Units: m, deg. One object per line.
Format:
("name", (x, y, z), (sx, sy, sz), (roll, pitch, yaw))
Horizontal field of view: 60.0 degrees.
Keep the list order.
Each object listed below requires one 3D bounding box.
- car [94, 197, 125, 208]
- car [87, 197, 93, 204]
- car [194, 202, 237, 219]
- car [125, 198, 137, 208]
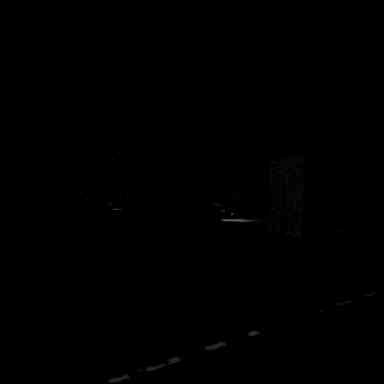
("car", (-12.058, 1.637, 47.988), (1.895, 1.301, 4.718), (2, -1, -39))
("car", (-16.614, 1.580, 57.717), (2.128, 1.511, 4.902), (2, -1, -41))
("car", (2.041, 1.604, 30.182), (1.812, 1.442, 4.674), (2, -1, -37))
("car", (-9.943, 1.630, 49.899), (1.812, 1.442, 4.674), (2, -1, -40))
